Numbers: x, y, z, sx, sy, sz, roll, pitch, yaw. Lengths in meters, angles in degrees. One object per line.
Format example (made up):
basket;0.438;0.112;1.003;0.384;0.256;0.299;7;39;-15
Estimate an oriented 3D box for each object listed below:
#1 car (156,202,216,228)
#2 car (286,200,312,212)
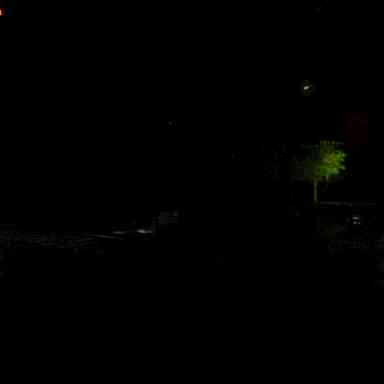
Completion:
car;-0.283;1.406;21.704;2.128;1.511;4.902;0;0;37
car;12.462;1.603;38.695;1.994;1.385;4.181;0;0;37
